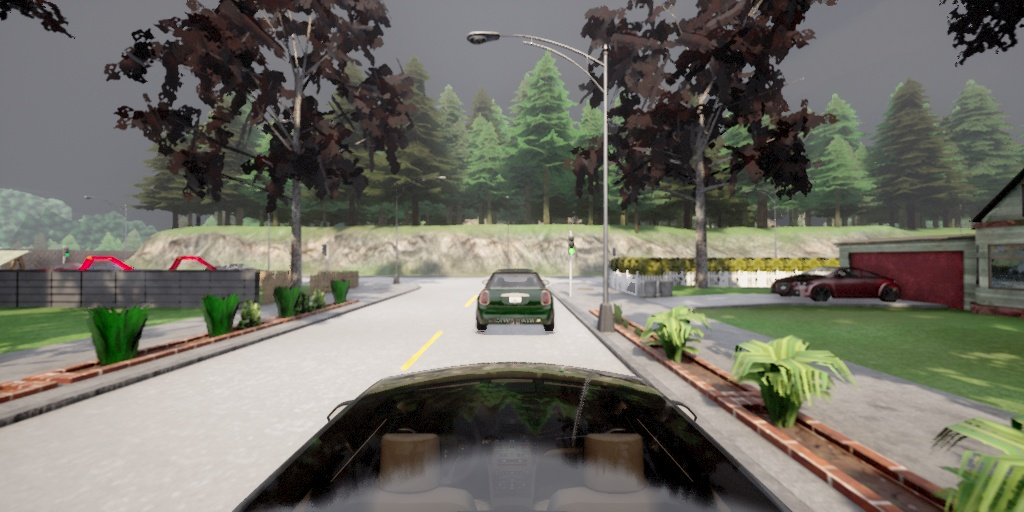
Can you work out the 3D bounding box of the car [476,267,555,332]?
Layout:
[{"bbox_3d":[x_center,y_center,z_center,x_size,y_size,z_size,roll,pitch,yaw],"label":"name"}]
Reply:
[{"bbox_3d":[0.110,1.160,11.322,2.097,1.767,4.553,0,0,1],"label":"car"}]

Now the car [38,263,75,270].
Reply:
[{"bbox_3d":[-43.044,1.424,34.935,5.008,1.535,1.882,0,0,0],"label":"car"}]

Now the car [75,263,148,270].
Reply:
[{"bbox_3d":[-33.708,1.400,30.781,5.008,1.535,1.882,0,0,1],"label":"car"}]

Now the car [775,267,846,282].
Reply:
[{"bbox_3d":[28.503,1.434,34.535,5.008,1.535,1.882,0,0,0],"label":"car"}]

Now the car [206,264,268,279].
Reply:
[{"bbox_3d":[-23.475,1.415,30.699,4.902,1.511,2.128,0,0,0],"label":"car"}]

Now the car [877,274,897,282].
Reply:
[{"bbox_3d":[38.701,1.309,34.451,4.553,1.767,2.097,0,0,0],"label":"car"}]

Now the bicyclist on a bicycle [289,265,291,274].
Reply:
[{"bbox_3d":[-23.814,1.324,39.100,0.582,1.620,1.656,0,0,0],"label":"bicyclist on a bicycle"}]
